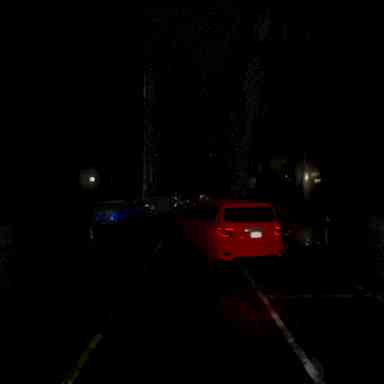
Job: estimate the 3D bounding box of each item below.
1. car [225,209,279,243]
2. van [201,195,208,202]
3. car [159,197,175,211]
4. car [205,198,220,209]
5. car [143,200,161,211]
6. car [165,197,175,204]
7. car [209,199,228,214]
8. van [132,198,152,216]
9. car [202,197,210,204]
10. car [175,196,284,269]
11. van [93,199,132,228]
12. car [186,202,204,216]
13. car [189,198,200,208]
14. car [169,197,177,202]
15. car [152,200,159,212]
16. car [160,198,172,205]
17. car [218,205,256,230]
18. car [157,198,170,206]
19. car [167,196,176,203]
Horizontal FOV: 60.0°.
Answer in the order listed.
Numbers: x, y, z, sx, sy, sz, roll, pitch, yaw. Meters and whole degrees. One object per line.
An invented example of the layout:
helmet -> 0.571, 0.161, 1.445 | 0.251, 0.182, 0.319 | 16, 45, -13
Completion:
car -> 2.946, 1.649, 17.320 | 2.008, 1.369, 4.403 | 0, 0, 0
van -> 3.351, 1.861, 90.751 | 1.690, 1.788, 3.998 | 0, 0, 0
car -> -2.839, 1.597, 43.572 | 2.097, 1.767, 4.553 | 0, 0, 1
car -> 3.133, 1.730, 51.211 | 1.967, 1.590, 4.097 | 0, 0, 0
car -> -5.423, 1.822, 45.605 | 1.947, 1.339, 4.313 | 0, 0, 0
car -> -5.235, 2.004, 79.496 | 2.008, 1.369, 4.403 | 0, 0, 0
car -> 3.070, 1.665, 39.915 | 1.967, 1.590, 4.097 | 0, 0, 0
van -> -5.486, 1.533, 34.308 | 1.690, 1.788, 3.998 | 0, 0, 0
car -> 3.290, 1.999, 79.453 | 1.887, 1.381, 4.507 | 0, 0, 0
car -> 1.103, 1.287, 11.687 | 2.150, 2.045, 5.566 | 0, 0, -14
van -> -5.549, 1.470, 23.011 | 1.690, 1.788, 3.998 | 0, 0, 0
car -> 0.299, 1.809, 36.987 | 1.895, 1.301, 4.718 | 0, 0, 0
car -> 0.404, 1.819, 55.693 | 1.837, 1.490, 4.892 | 0, 0, 0
car -> -5.173, 2.070, 90.793 | 2.008, 1.369, 4.403 | 0, 0, 0
car -> -5.455, 1.748, 39.786 | 1.752, 1.417, 4.829 | 0, 0, 0
car -> -5.297, 1.931, 68.199 | 1.887, 1.381, 4.507 | 0, 0, 0
car -> 2.977, 1.680, 22.969 | 2.008, 1.369, 4.403 | 0, 0, 0
car -> -5.329, 1.920, 62.550 | 1.947, 1.339, 4.313 | 0, 0, 0
car -> -5.204, 1.926, 85.146 | 1.967, 1.590, 4.097 | 0, 0, 0
